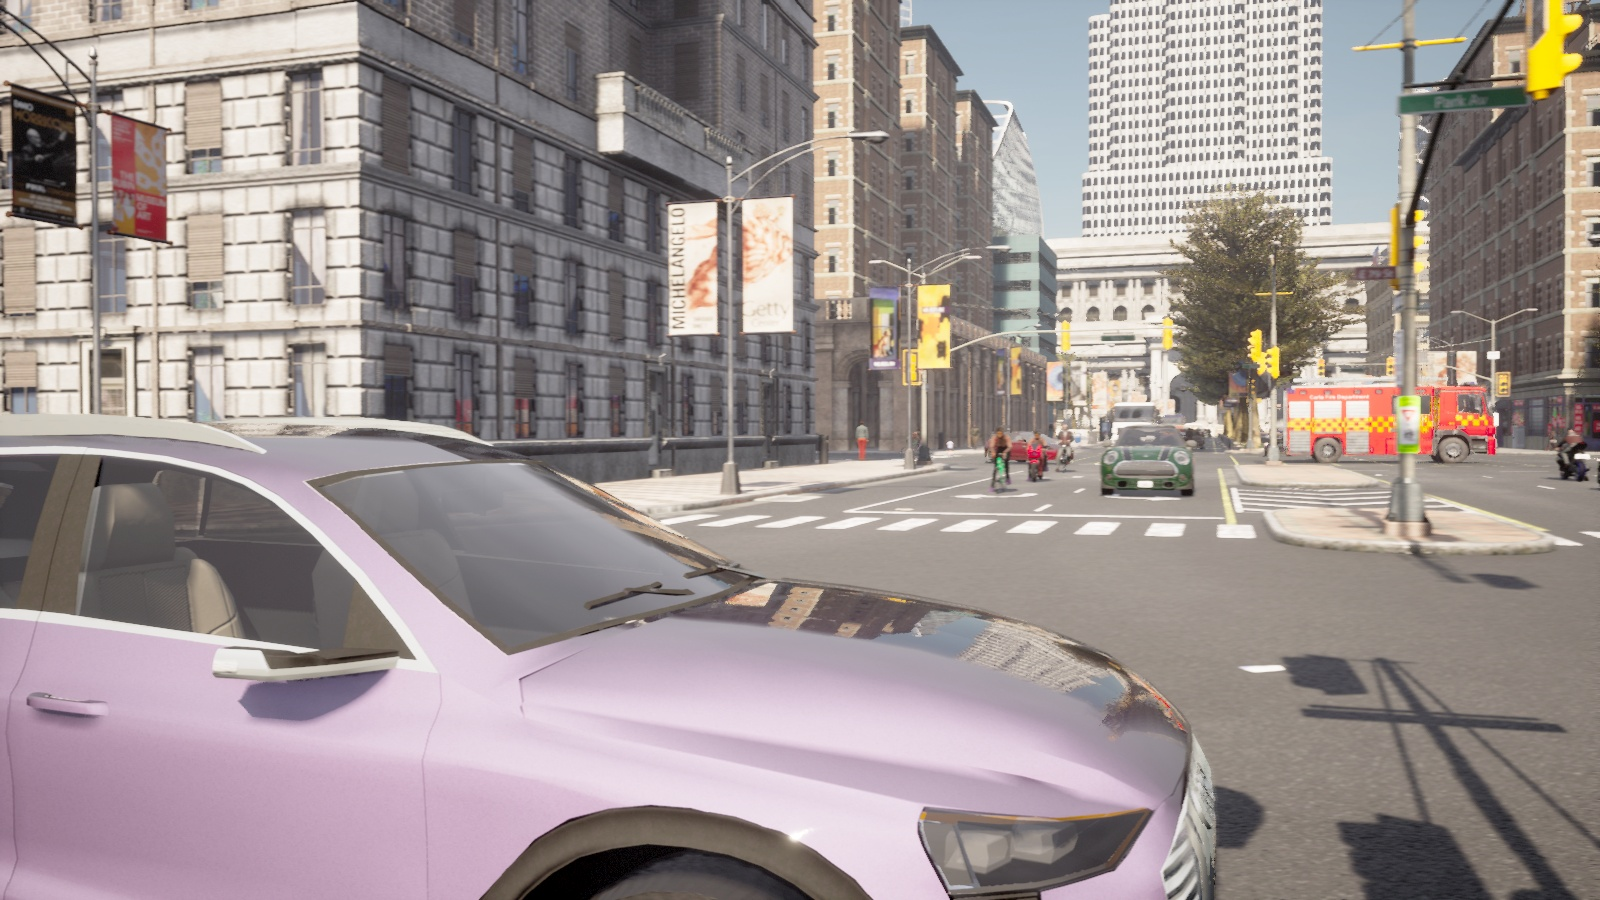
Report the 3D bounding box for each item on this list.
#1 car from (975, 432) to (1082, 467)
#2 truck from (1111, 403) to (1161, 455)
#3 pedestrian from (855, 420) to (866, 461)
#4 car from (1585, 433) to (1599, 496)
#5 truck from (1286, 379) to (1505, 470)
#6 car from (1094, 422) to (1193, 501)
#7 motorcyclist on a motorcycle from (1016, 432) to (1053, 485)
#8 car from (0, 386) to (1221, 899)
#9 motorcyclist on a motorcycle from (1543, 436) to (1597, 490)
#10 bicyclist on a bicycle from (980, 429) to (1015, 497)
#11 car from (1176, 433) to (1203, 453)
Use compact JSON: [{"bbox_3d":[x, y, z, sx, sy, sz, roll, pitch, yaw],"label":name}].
[{"bbox_3d":[10.190,-0.039,56.402,2.163,1.488,4.792,0,1,-29],"label":"car"},{"bbox_3d":[23.739,-1.483,88.484,2.891,3.462,7.936,1,1,19],"label":"truck"},{"bbox_3d":[2.751,-0.413,56.634,0.353,1.847,0.614,0,1,16],"label":"pedestrian"},{"bbox_3d":[20.112,0.380,29.296,2.007,1.525,4.514,1,1,18],"label":"car"},{"bbox_3d":[26.252,-1.134,55.839,8.468,3.827,2.891,1,1,18],"label":"truck"},{"bbox_3d":[8.480,0.225,30.718,2.097,1.767,4.553,1,1,18],"label":"car"},{"bbox_3d":[7.013,0.235,37.494,0.797,1.523,2.044,1,1,18],"label":"motorcyclist on a motorcycle"},{"bbox_3d":[-1.348,0.693,3.646,4.856,1.649,2.033,1,1,19],"label":"car"},{"bbox_3d":[22.596,0.356,36.887,0.866,1.530,2.191,1,1,18],"label":"motorcyclist on a motorcycle"},{"bbox_3d":[4.890,0.301,31.004,0.582,1.620,1.656,1,1,18],"label":"bicyclist on a bicycle"},{"bbox_3d":[28.812,-0.526,92.859,1.812,1.442,4.674,1,1,18],"label":"car"}]
